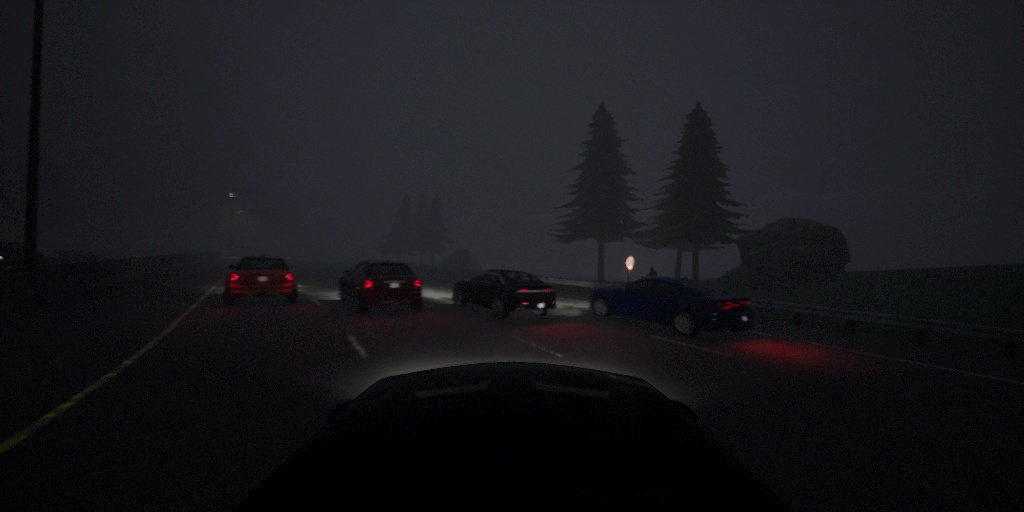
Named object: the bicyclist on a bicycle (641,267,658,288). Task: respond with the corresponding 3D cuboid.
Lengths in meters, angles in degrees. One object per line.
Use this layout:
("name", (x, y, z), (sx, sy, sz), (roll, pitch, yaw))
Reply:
("bicyclist on a bicycle", (6.740, 1.351, 17.344), (1.656, 1.620, 0.582), (17, -8, -34))

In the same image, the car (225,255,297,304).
("car", (-9.817, 0.758, 14.121), (2.097, 1.767, 4.553), (2, 0, -35))

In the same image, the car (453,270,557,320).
("car", (-0.456, 1.229, 12.847), (2.128, 1.511, 4.902), (2, 0, -34))

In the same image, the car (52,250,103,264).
("car", (-30.285, 0.289, 24.653), (1.895, 1.301, 4.718), (2, 0, -35))

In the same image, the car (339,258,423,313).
("car", (-4.966, 0.929, 13.295), (2.097, 1.767, 4.553), (2, 0, -34))

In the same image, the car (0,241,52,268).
("car", (-24.997, 0.033, 17.254), (2.097, 1.767, 4.553), (2, 0, -35))

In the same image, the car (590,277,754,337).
("car", (4.653, 1.394, 11.291), (1.882, 1.535, 5.008), (3, 0, -32))
